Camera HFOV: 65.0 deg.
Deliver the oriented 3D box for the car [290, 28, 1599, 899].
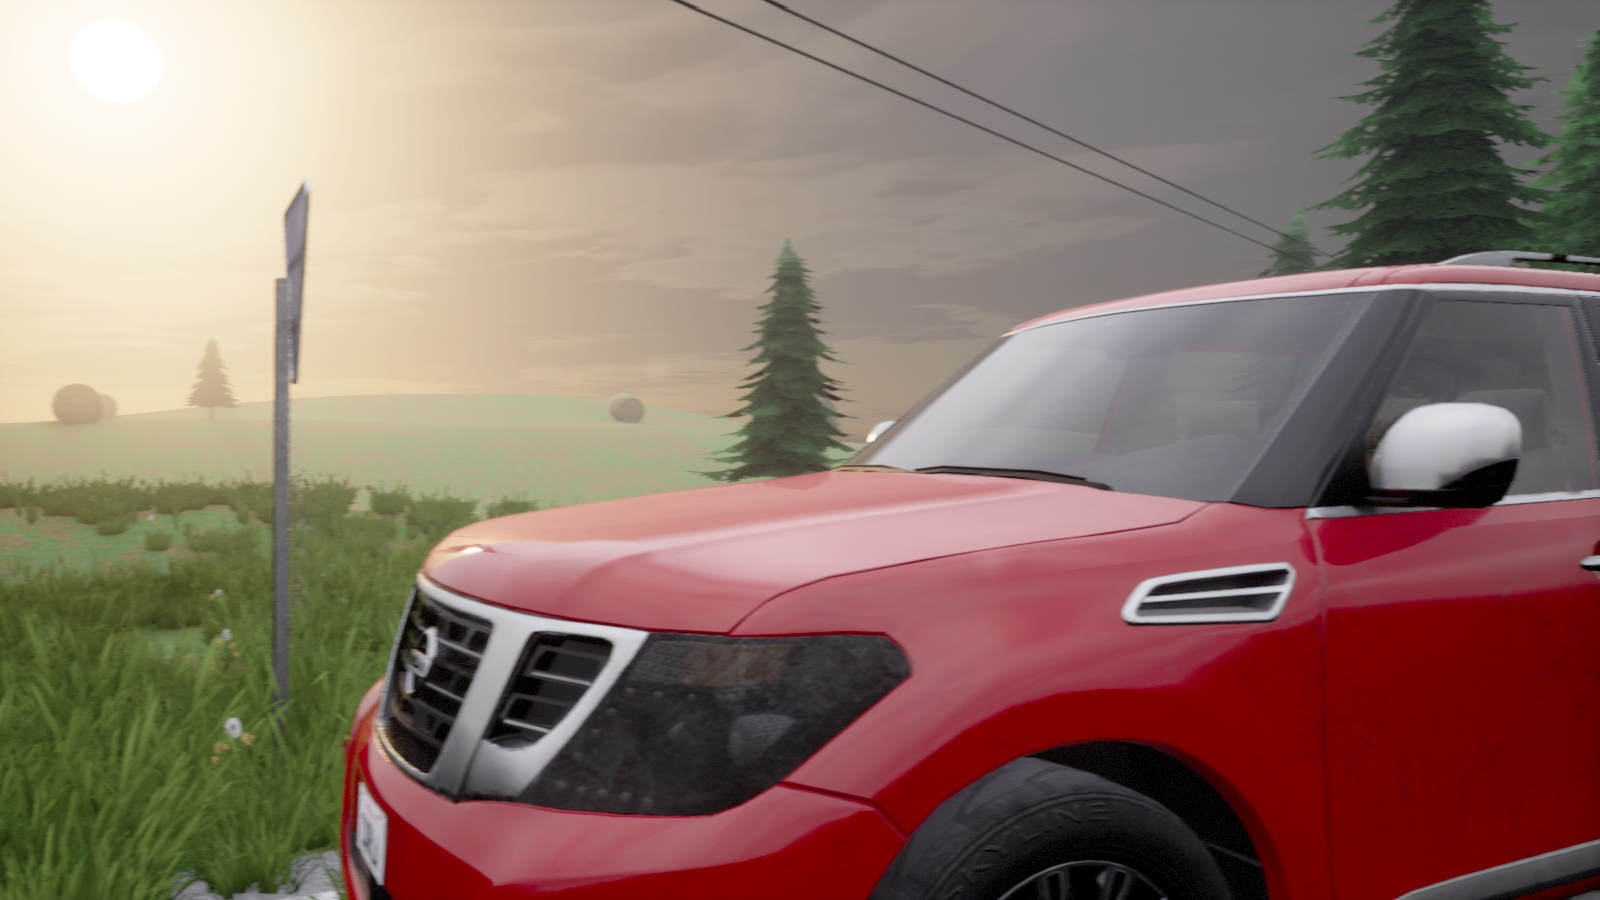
[{"bbox_3d":[1.509,0.457,3.930,5.566,2.045,2.150,0,0,-28],"label":"car"}]
